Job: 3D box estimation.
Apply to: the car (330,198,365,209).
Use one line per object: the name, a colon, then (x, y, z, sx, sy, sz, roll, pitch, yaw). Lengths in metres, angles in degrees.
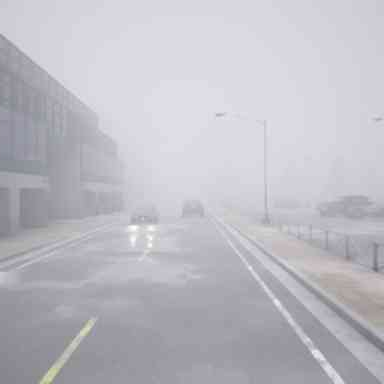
car: (21.309, 1.620, 45.735, 3.806, 1.475, 1.970, 0, 0, 0)

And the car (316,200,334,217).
car: (13.752, 1.257, 30.132, 4.605, 1.855, 1.932, 0, 0, 0)

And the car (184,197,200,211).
car: (0.036, 1.577, 45.770, 2.097, 1.767, 4.553, 0, 0, 1)

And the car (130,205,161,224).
car: (-3.499, 1.737, 25.688, 1.994, 1.385, 4.181, 0, 0, 0)

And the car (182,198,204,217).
car: (0.097, 1.515, 33.307, 2.097, 1.767, 4.553, 0, 0, 0)

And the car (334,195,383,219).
car: (14.164, 1.222, 27.227, 3.866, 1.878, 1.905, 0, 0, 0)

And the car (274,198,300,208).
car: (13.888, 1.625, 48.714, 3.633, 1.501, 1.845, 0, 0, 0)
